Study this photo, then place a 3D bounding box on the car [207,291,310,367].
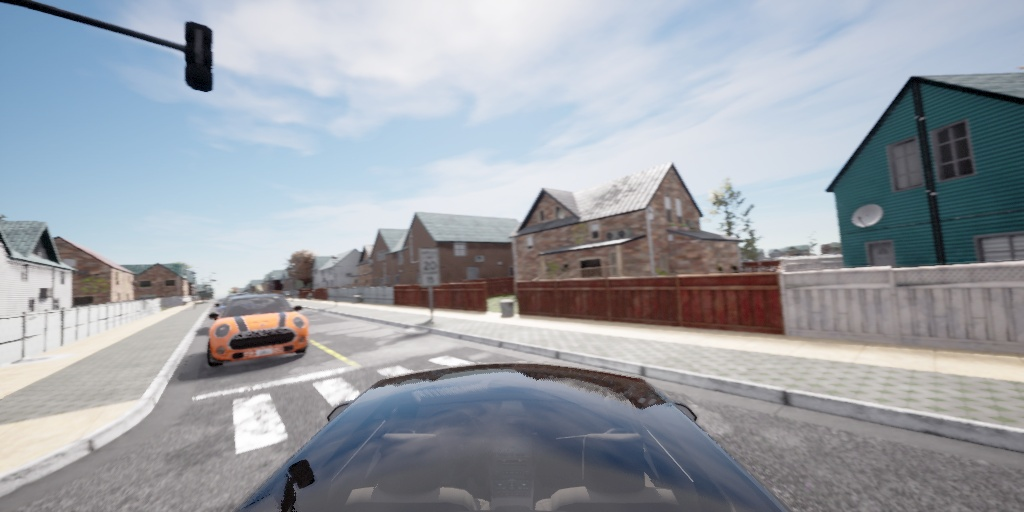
[{"bbox_3d":[-7.434,1.916,10.510,2.097,1.767,4.553,-1,-4,-38],"label":"car"}]
